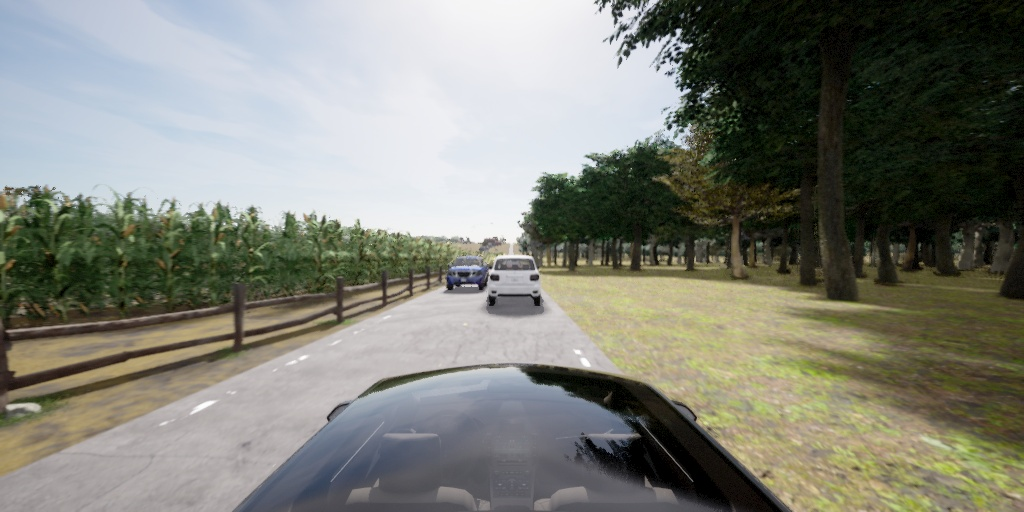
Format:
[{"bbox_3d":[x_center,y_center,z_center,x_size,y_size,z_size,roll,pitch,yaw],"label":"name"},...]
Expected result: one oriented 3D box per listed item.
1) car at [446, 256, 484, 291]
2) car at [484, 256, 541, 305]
[{"bbox_3d":[-2.742,1.031,23.083,2.150,2.045,5.566,0,0,0],"label":"car"},{"bbox_3d":[0.106,1.011,16.440,2.150,2.045,5.566,0,0,0],"label":"car"}]
